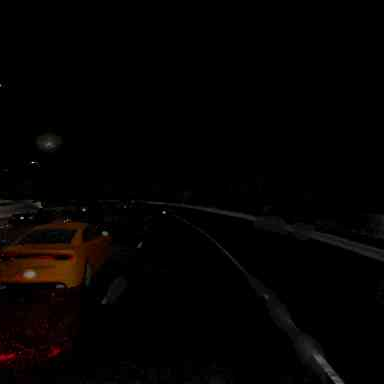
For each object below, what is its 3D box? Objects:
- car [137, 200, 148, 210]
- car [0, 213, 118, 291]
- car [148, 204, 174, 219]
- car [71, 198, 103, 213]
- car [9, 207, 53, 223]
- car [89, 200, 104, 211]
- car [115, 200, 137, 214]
[{"bbox_3d":[-8.369,2.030,54.380,1.882,1.535,5.008,0,-1,-18],"label":"car"},{"bbox_3d":[-3.556,1.594,9.451,1.882,1.535,5.008,0,0,-4],"label":"car"},{"bbox_3d":[-2.989,1.880,32.881,1.994,1.385,4.181,0,0,-11],"label":"car"},{"bbox_3d":[-9.314,1.568,29.706,2.150,2.045,5.566,0,0,-11],"label":"car"},{"bbox_3d":[-12.203,1.883,25.557,2.033,1.411,5.357,0,0,-9],"label":"car"},{"bbox_3d":[-14.733,2.075,51.212,2.128,1.511,4.902,0,-1,-18],"label":"car"},{"bbox_3d":[-8.400,1.790,41.300,2.097,1.767,4.553,-1,-1,-14],"label":"car"}]
